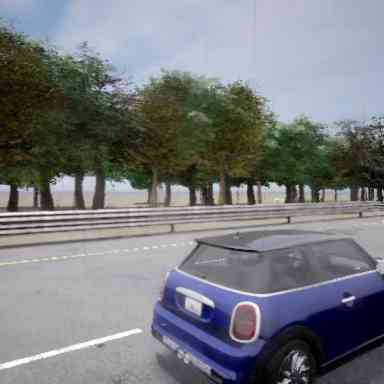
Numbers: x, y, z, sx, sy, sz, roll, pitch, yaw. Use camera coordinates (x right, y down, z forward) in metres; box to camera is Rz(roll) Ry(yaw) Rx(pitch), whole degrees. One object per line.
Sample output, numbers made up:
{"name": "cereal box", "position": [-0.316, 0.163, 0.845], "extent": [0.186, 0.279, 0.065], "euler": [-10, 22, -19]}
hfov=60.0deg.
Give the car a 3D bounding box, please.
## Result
{"name": "car", "position": [1.745, 1.353, 5.117], "extent": [4.553, 1.767, 2.097], "euler": [0, 0, -35]}
